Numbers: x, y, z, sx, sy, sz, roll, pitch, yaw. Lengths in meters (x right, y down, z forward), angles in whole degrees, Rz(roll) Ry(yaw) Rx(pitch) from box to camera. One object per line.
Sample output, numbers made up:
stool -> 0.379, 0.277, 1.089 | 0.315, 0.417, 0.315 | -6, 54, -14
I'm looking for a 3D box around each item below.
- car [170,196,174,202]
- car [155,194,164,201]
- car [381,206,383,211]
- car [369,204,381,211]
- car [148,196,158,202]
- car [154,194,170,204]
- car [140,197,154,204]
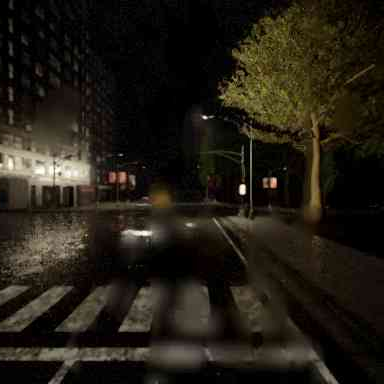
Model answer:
car -> -6.015, 1.762, 79.949 | 2.033, 1.411, 5.357 | 0, -1, 0
car -> -9.178, 1.591, 94.096 | 2.150, 2.045, 5.566 | 0, -1, 0
car -> 44.089, 3.515, 73.603 | 4.892, 1.490, 1.837 | 3, -2, -45
car -> 42.073, 3.528, 76.180 | 4.892, 1.490, 1.837 | 3, -2, -45
car -> -9.268, 1.771, 79.491 | 1.994, 1.385, 4.181 | 0, -1, 0
car -> -6.089, 1.591, 67.908 | 1.882, 1.535, 5.008 | 0, 0, 0
car -> -9.341, 1.673, 67.594 | 1.994, 1.385, 4.181 | 0, 0, 0
